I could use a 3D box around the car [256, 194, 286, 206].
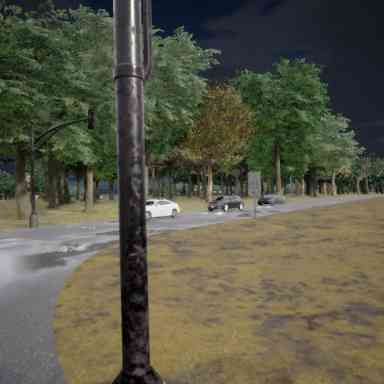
[{"bbox_3d":[9.910,0.966,41.154,2.033,1.411,5.357,-3,-1,37],"label":"car"}]

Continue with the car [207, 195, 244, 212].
[{"bbox_3d":[3.343,1.087,32.545,1.837,1.490,4.892,-3,-1,37],"label":"car"}]

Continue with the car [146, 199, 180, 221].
[{"bbox_3d":[-2.790,1.268,24.477,1.812,1.442,4.674,-3,-1,37],"label":"car"}]
